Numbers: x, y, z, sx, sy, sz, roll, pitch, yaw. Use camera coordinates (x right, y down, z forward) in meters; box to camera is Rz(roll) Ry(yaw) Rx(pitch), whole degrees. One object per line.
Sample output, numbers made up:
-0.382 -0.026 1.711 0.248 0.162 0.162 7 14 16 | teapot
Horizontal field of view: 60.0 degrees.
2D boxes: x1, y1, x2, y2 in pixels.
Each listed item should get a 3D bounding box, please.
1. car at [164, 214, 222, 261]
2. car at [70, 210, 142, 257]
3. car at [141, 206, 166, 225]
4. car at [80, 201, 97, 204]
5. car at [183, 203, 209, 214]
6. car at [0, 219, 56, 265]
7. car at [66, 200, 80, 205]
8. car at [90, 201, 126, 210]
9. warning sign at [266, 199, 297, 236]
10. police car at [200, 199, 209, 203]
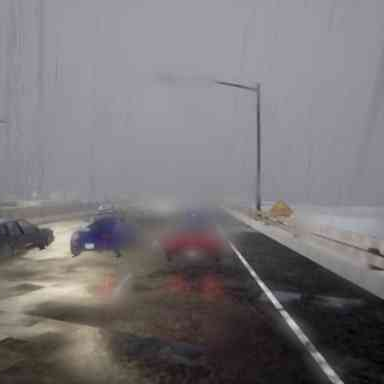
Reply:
0.057 1.743 12.891 1.895 1.301 4.718 0 -1 1 | car
-3.432 1.675 13.542 1.812 1.442 4.674 0 0 1 | car
-3.293 1.852 27.131 2.033 1.411 5.357 0 -1 1 | car
-19.786 2.378 65.823 1.895 1.301 4.718 0 -1 2 | car
0.237 1.879 28.096 1.994 1.385 4.181 0 -1 1 | car
-6.956 1.683 12.219 2.033 1.411 5.357 0 -1 1 | car
-23.281 2.264 65.997 1.882 1.535 5.008 0 -1 2 | car
-6.765 1.810 28.133 2.128 1.511 4.902 0 -1 1 | car
4.610 1.305 17.235 1.300 1.860 1.060 -1 -2 1 | warning sign
2.908 2.336 76.869 1.930 1.638 5.238 0 -1 3 | police car
